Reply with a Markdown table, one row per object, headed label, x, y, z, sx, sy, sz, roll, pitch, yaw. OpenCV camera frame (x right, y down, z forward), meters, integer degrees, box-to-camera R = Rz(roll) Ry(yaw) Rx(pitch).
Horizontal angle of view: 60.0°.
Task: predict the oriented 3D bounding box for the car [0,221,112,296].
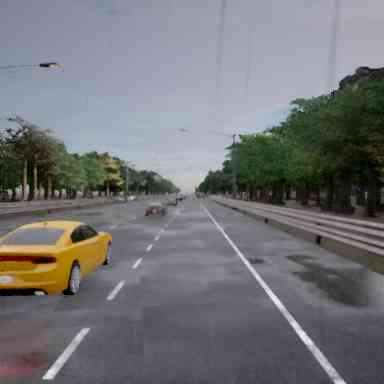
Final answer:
| label | x | y | z | sx | sy | sz | roll | pitch | yaw |
| --- | --- | --- | --- | --- | --- | --- | --- | --- | --- |
| car | -3.496 | 1.502 | 8.748 | 1.882 | 1.535 | 5.008 | 0 | 0 | 0 |

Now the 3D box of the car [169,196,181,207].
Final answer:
| label | x | y | z | sx | sy | sz | roll | pitch | yaw |
| --- | --- | --- | --- | --- | --- | --- | --- | --- | --- |
| car | -3.353 | 1.708 | 56.185 | 2.033 | 1.411 | 5.357 | 0 | 0 | 0 |

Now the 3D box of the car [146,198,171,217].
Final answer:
| label | x | y | z | sx | sy | sz | roll | pitch | yaw |
| --- | --- | --- | --- | --- | --- | --- | --- | --- | --- |
| car | -3.443 | 1.620 | 33.021 | 1.812 | 1.442 | 4.674 | 0 | 0 | 0 |

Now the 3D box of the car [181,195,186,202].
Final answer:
| label | x | y | z | sx | sy | sz | roll | pitch | yaw |
| --- | --- | --- | --- | --- | --- | --- | --- | --- | --- |
| car | -3.245 | 1.715 | 84.294 | 1.882 | 1.535 | 5.008 | 0 | 0 | 0 |
